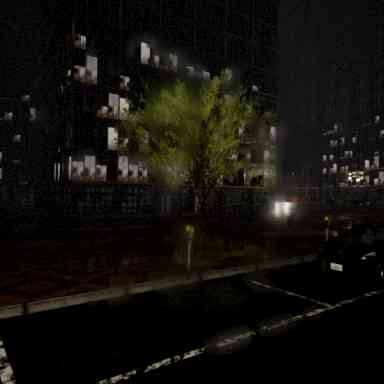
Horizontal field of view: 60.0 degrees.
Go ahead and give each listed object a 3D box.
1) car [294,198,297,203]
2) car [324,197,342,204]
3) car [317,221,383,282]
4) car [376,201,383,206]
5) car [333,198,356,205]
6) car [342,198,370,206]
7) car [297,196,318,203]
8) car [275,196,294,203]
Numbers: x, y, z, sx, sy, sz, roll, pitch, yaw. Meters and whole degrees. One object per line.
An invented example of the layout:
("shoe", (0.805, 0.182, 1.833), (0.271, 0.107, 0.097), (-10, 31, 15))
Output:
("car", (27.361, 2.127, 88.294), (1.802, 1.307, 4.206), (1, -1, -20))
("car", (27.688, 1.691, 64.558), (1.967, 1.590, 4.097), (1, -1, -20))
("car", (5.562, 1.574, 9.827), (4.313, 1.339, 1.947), (0, 1, -34))
("car", (36.947, 1.893, 62.197), (1.752, 1.417, 4.829), (1, -1, -20))
("car", (33.148, 1.989, 72.540), (2.008, 1.369, 4.403), (1, -1, -20))
("car", (29.614, 1.766, 59.307), (2.008, 1.369, 4.403), (1, -1, -20))
("car", (29.294, 1.824, 83.046), (2.192, 1.841, 5.009), (1, -1, -20))
("car", (21.905, 1.799, 80.305), (1.967, 1.590, 4.097), (1, -1, -20))
